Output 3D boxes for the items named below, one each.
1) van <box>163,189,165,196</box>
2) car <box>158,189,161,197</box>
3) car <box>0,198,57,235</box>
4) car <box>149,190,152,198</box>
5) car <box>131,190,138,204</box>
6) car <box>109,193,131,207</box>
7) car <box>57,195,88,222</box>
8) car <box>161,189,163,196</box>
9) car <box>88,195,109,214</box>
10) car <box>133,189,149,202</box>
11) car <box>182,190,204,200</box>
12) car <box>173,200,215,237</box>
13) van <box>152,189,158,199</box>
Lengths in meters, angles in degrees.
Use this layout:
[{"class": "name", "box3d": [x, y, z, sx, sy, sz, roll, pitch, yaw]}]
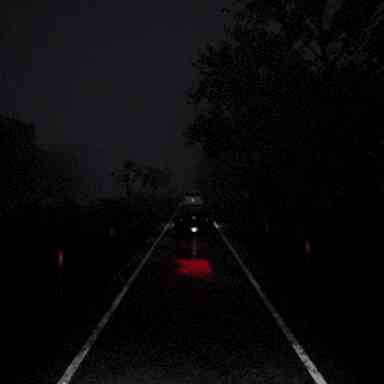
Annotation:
[{"class": "van", "box3d": [-9.091, 0.254, 89.522, 1.878, 1.987, 4.442, 0, -1, -3]}, {"class": "car", "box3d": [-9.075, 0.581, 77.500, 2.231, 1.521, 4.892, 0, -1, -2]}, {"class": "car", "box3d": [-9.001, 1.169, 16.480, 2.231, 1.521, 4.892, 0, 1, 2]}, {"class": "car", "box3d": [-9.055, 0.783, 60.845, 2.002, 1.452, 4.674, 0, 1, 0]}, {"class": "car", "box3d": [-9.035, 0.873, 44.216, 2.097, 1.535, 5.008, 0, 0, 2]}, {"class": "car", "box3d": [-9.028, 0.938, 38.669, 2.097, 1.535, 5.008, 0, 0, 2]}, {"class": "car", "box3d": [-9.007, 1.113, 22.036, 2.097, 1.535, 5.008, 0, 0, 2]}, {"class": "car", "box3d": [-9.081, 0.565, 83.012, 2.163, 1.488, 4.792, 0, -1, -2]}, {"class": "car", "box3d": [-9.023, 1.035, 28.417, 1.946, 1.575, 5.366, 0, 1, 2]}, {"class": "car", "box3d": [-9.046, 0.563, 54.098, 2.435, 2.045, 5.566, 0, 1, 1]}, {"class": "car", "box3d": [0.100, 0.839, 36.102, 2.150, 2.045, 5.566, 0, 1, 0]}, {"class": "car", "box3d": [0.099, 1.354, 16.871, 1.837, 1.490, 4.892, 0, 1, 0]}, {"class": "van", "box3d": [-9.074, 0.425, 71.814, 1.878, 1.987, 4.442, 0, 1, 2]}]
